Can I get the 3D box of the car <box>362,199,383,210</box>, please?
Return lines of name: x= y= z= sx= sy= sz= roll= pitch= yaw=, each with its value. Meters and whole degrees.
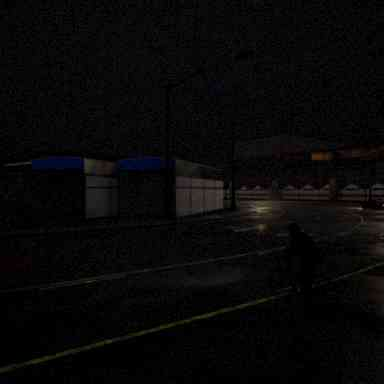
car: x=23.097 y=1.564 z=41.752 sx=1.994 sy=1.385 sz=4.181 roll=0 pitch=0 yaw=5

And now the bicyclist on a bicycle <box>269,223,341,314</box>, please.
bicyclist on a bicycle: x=2.146 y=1.454 z=6.556 sx=0.582 sy=1.620 sz=1.656 roll=0 pitch=-1 yaw=-36
